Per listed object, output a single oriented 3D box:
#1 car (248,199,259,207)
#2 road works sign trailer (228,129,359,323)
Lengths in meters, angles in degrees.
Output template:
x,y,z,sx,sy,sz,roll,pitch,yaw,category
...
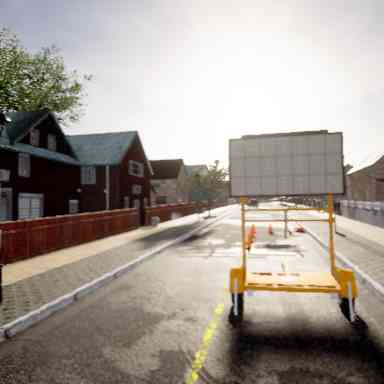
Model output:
x,y,z,sx,sy,sz,roll,pitch,yaw,category
12.649,2.281,68.420,1.837,1.490,4.892,-2,-1,12,car
2.053,0.495,7.327,2.380,3.560,2.880,-2,-1,13,road works sign trailer
